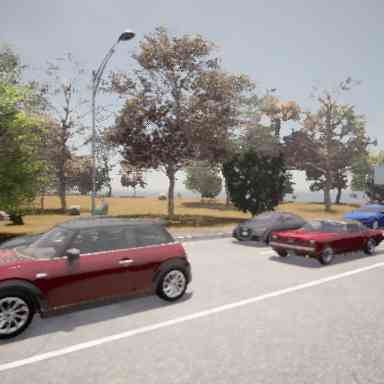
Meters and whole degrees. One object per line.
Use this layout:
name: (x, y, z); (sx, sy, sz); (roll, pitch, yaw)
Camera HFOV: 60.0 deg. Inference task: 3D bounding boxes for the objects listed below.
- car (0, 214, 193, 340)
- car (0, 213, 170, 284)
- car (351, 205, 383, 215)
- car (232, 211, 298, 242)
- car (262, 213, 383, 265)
car: (-2.257, 1.369, 6.721); (4.553, 1.767, 2.097); (0, 0, -36)
car: (-3.262, 1.532, 10.340); (4.892, 1.490, 1.837); (0, 0, -36)
car: (11.729, 1.594, 21.668); (5.008, 1.535, 1.882); (1, 0, -38)
car: (3.886, 1.625, 15.649); (4.181, 1.385, 1.994); (0, 0, -37)
car: (4.963, 1.652, 12.079); (4.718, 1.301, 1.895); (0, 0, -37)
